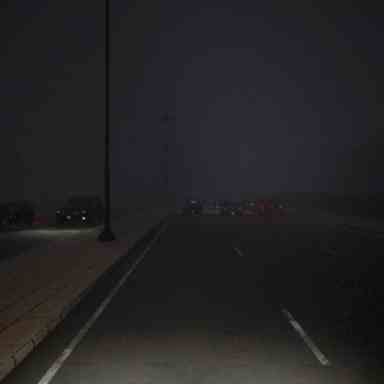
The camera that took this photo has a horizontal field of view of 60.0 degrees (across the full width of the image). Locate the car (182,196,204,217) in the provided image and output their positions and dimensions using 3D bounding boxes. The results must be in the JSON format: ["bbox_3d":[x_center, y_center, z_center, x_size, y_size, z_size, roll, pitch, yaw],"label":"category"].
[{"bbox_3d":[0.084,1.464,31.233,2.128,1.511,4.902,0,0,0],"label":"car"}]

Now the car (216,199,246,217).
[{"bbox_3d":[3.585,1.574,31.326,1.895,1.301,4.718,0,0,0],"label":"car"}]

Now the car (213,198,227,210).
[{"bbox_3d":[3.663,1.456,42.330,2.128,1.511,4.902,0,0,1],"label":"car"}]

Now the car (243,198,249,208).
[{"bbox_3d":[7.157,1.511,41.952,2.033,1.411,5.357,0,0,1],"label":"car"}]

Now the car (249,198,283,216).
[{"bbox_3d":[7.087,1.325,31.656,2.097,1.767,4.553,0,0,0],"label":"car"}]

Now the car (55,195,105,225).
[{"bbox_3d":[-7.962,1.279,24.304,2.150,2.045,5.566,0,0,0],"label":"car"}]

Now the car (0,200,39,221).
[{"bbox_3d":[-14.999,1.480,28.138,1.837,1.490,4.892,0,0,1],"label":"car"}]

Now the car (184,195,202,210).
[{"bbox_3d":[0.164,1.314,42.351,2.097,1.767,4.553,0,0,1],"label":"car"}]

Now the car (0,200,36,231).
[{"bbox_3d":[-11.563,1.473,20.632,2.128,1.511,4.902,0,0,1],"label":"car"}]
